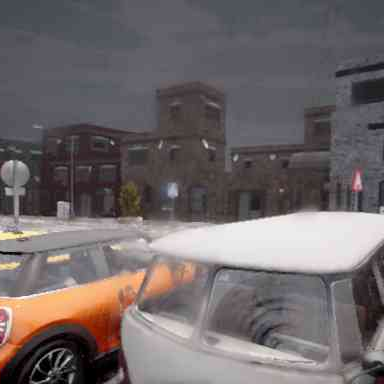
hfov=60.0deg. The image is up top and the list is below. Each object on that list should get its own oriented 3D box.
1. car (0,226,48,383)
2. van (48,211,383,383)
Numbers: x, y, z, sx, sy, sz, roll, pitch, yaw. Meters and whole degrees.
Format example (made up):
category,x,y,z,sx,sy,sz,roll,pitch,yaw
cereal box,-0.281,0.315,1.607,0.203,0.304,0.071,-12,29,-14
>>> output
category,x,y,z,sx,sy,sz,roll,pitch,yaw
car,-1.299,1.360,5.281,2.185,1.767,4.553,0,0,36
van,1.123,1.256,3.447,1.878,1.987,4.442,0,0,36
